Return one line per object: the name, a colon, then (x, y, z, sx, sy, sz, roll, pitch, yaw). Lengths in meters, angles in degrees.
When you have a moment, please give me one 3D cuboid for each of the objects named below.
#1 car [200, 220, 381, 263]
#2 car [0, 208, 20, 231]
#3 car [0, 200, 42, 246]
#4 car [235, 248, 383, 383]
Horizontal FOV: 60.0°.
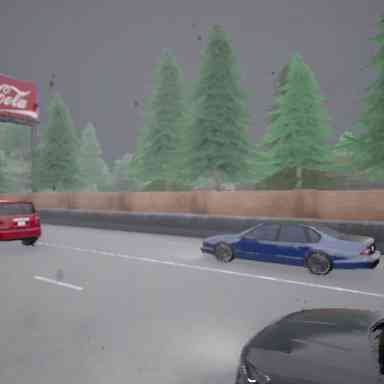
car: (2.887, 1.606, 10.548, 5.357, 1.411, 2.033, -1, 0, 36)
car: (-13.904, 1.809, 22.665, 4.718, 1.301, 1.895, -1, 0, 36)
car: (-8.938, 1.357, 14.766, 5.566, 2.045, 2.150, 0, 0, 36)
car: (2.644, 1.511, 2.175, 4.892, 1.490, 1.837, 0, 0, 35)
